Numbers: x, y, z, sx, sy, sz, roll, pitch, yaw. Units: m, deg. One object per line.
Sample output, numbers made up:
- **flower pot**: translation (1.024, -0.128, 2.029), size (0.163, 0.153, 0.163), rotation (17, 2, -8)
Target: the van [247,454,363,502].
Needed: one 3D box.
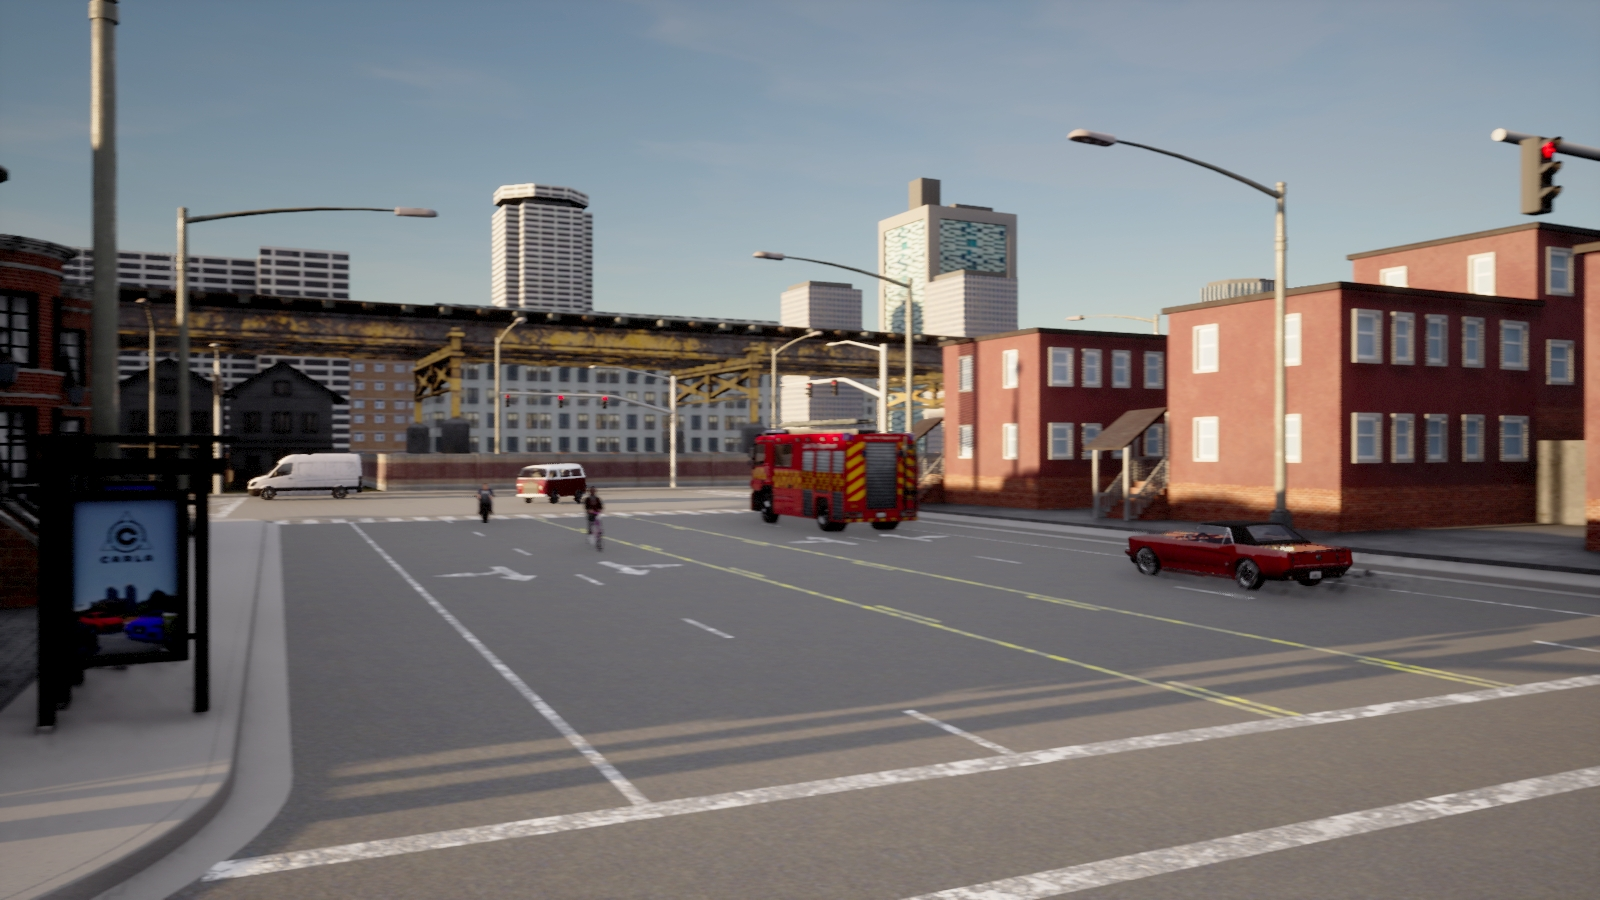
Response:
- **van**: translation (-27.694, 1.509, 64.003), size (5.915, 2.561, 1.988), rotation (0, 0, -25)

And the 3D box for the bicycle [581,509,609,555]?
- **bicycle**: translation (-5.602, 2.218, 31.168), size (0.329, 1.126, 1.835), rotation (0, 0, -24)

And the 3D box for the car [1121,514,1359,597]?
- **car**: translation (9.134, 2.139, 24.208), size (1.895, 1.301, 4.718), rotation (0, 0, -25)

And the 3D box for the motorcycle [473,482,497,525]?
- **motorcycle**: translation (-11.989, 2.014, 43.481), size (0.803, 1.505, 2.033), rotation (0, 0, -13)

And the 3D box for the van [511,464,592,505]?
- **van**: translation (-12.884, 1.755, 59.537), size (2.069, 2.038, 4.480), rotation (0, 0, 18)

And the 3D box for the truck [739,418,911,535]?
- **truck**: translation (0.679, 0.868, 41.910), size (2.891, 3.827, 8.468), rotation (0, 0, -25)
